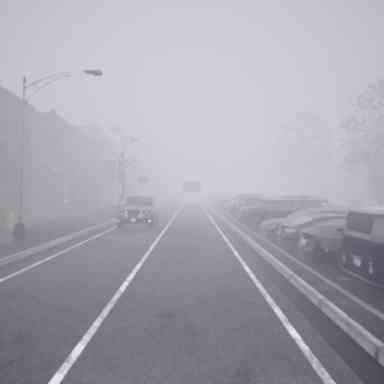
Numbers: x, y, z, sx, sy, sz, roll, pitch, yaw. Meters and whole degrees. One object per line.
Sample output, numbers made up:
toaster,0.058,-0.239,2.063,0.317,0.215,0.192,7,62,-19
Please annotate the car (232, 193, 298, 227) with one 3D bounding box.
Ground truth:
car,5.664,1.264,21.406,5.566,2.045,2.435,0,0,0

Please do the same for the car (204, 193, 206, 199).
car,5.809,1.340,69.064,5.366,1.575,1.946,0,0,0

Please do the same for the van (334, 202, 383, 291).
van,5.829,1.299,7.385,4.442,1.987,1.878,0,0,0

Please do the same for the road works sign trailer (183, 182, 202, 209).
road works sign trailer,-0.012,0.422,43.934,2.380,3.560,2.880,0,0,1

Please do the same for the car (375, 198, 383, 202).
car,18.792,1.243,27.541,5.566,2.045,2.435,0,0,0

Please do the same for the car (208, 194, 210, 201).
car,5.639,1.393,55.047,5.008,1.535,2.097,0,0,0

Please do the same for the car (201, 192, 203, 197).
car,5.632,1.067,83.076,5.566,2.045,2.435,0,0,0

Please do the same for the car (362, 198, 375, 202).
car,18.730,1.514,30.317,4.792,1.488,2.163,0,0,0

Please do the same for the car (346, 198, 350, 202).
car,18.562,1.451,38.644,5.366,1.575,1.946,0,0,0

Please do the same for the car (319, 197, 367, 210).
car,18.749,1.446,41.421,4.892,1.521,2.231,0,0,0

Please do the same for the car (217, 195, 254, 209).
car,5.629,1.308,43.833,4.553,1.767,2.185,0,0,0

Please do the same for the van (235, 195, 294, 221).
van,5.801,1.269,27.014,4.442,1.987,1.878,0,0,0

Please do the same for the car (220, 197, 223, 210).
car,5.669,1.505,35.424,4.674,1.452,2.002,0,0,0

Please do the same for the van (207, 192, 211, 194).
van,5.515,1.137,63.456,4.442,1.987,1.878,0,0,0

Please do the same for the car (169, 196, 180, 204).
car,-3.270,1.492,63.418,1.895,1.301,4.718,0,0,0

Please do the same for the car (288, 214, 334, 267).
car,5.737,1.562,10.187,4.792,1.488,2.163,0,0,0

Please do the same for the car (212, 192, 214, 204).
car,5.636,1.193,41.030,5.566,2.045,2.435,0,0,0

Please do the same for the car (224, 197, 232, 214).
car,5.674,1.486,29.818,4.892,1.521,2.231,0,0,0

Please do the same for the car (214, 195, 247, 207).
car,5.683,1.288,49.440,4.553,1.767,2.185,0,0,0

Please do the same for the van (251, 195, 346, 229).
van,5.813,1.299,18.606,4.442,1.987,1.878,0,0,0

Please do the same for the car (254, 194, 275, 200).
car,18.674,1.318,86.014,5.008,1.535,2.097,0,0,0

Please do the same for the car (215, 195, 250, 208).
car,5.625,1.298,46.637,4.553,1.767,2.185,0,0,0

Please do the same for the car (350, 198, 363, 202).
car,18.786,1.349,33.094,4.553,1.767,2.185,0,0,0

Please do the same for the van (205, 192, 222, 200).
van,5.713,1.090,88.684,4.442,1.987,1.878,0,0,0

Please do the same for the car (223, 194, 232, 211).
car,5.707,1.349,32.620,4.553,1.767,2.185,0,0,0

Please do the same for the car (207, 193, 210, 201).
car,5.607,1.403,60.654,4.792,1.488,2.163,0,0,0

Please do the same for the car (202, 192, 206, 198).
car,5.603,1.320,80.269,4.892,1.521,2.231,0,0,0

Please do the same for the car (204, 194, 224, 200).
car,5.595,1.317,85.880,5.008,1.535,2.097,0,0,0

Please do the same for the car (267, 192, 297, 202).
car,18.674,1.092,69.305,5.566,2.045,2.435,0,0,0

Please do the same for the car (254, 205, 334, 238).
car,5.707,1.530,15.798,4.892,1.521,2.231,0,0,0

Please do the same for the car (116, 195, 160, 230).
car,-3.351,1.234,21.722,2.150,2.045,5.566,0,0,0

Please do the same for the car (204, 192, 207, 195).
car,5.615,1.333,71.863,5.008,1.535,2.097,0,0,0

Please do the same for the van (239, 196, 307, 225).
van,5.805,1.279,24.210,4.442,1.987,1.878,0,0,0

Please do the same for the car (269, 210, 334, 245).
car,5.702,1.572,12.995,4.674,1.452,2.002,0,0,0

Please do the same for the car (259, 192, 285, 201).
car,18.663,1.072,77.661,5.566,2.045,2.435,0,0,0

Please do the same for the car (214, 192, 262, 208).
car,5.640,1.203,38.227,5.566,2.045,2.435,0,0,0

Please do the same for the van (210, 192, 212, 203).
van,5.531,1.178,52.243,4.442,1.987,1.878,0,0,0
